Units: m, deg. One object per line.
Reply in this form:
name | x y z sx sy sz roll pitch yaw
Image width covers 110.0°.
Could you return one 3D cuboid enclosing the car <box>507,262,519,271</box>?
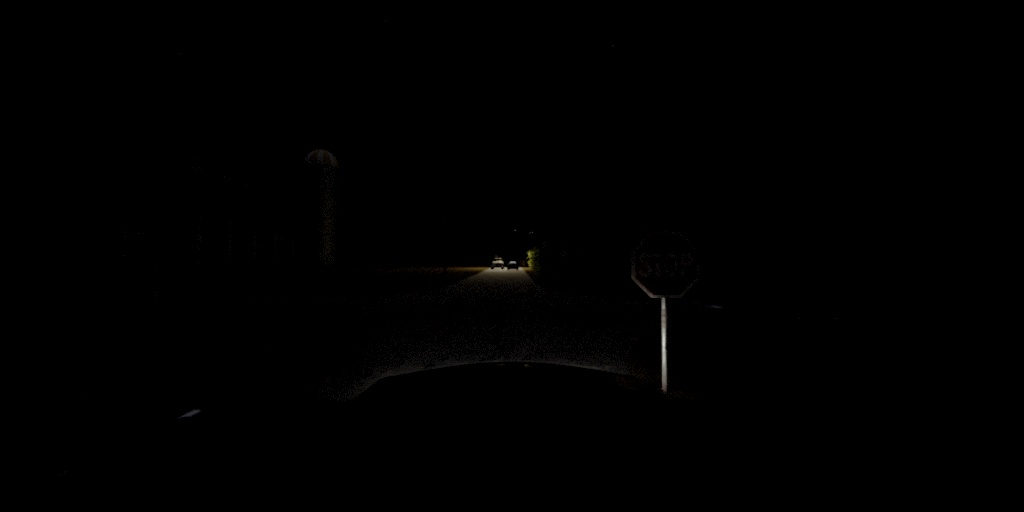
car | 0.148 1.787 60.955 1.895 1.301 4.718 0 0 0
